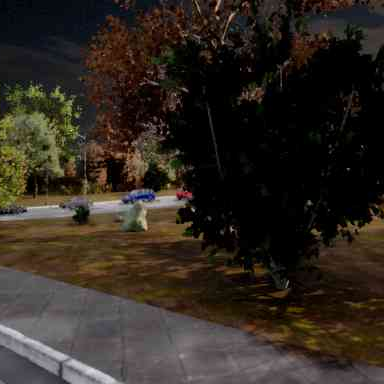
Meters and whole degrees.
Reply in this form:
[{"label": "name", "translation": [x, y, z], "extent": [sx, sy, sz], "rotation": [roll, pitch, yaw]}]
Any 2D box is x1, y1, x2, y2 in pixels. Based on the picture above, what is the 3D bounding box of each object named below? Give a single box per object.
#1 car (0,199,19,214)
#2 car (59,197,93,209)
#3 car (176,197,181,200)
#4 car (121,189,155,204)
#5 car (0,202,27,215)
[{"label": "car", "translation": [-21.005, 1.533, 34.658], "extent": [2.128, 1.511, 4.902], "rotation": [0, 1, 39]}, {"label": "car", "translation": [-14.742, 1.385, 42.386], "extent": [1.994, 1.385, 4.181], "rotation": [0, 2, 38]}, {"label": "car", "translation": [-0.232, 0.225, 54.374], "extent": [2.150, 2.045, 5.566], "rotation": [0, 3, 39]}, {"label": "car", "translation": [-8.092, 0.627, 50.555], "extent": [2.150, 2.045, 5.566], "rotation": [0, 3, 40]}, {"label": "car", "translation": [-18.637, 1.591, 31.505], "extent": [2.033, 1.411, 5.357], "rotation": [0, 1, 37]}]
